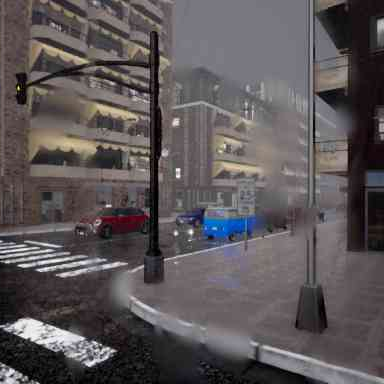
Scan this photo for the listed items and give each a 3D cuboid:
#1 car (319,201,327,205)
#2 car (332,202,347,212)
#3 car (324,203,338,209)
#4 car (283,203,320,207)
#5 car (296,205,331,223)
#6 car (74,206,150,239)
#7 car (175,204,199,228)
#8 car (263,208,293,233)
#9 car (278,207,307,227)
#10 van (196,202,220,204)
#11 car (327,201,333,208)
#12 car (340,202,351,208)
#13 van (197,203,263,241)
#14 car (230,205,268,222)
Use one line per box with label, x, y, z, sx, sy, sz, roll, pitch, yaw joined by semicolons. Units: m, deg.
car;24.175;2.889;64.287;1.802;1.307;4.206;-1;-2;35
car;25.948;2.723;56.769;1.837;1.490;4.892;0;-1;36
car;30.597;3.064;73.315;1.887;1.381;4.507;-1;-2;35
car;12.649;2.268;38.068;2.128;1.511;4.902;0;-1;35
car;11.743;2.233;32.409;2.008;1.369;4.403;-1;-2;35
car;-4.530;1.639;19.396;2.097;1.767;4.553;0;-1;35
car;0.610;1.985;26.659;1.812;1.442;4.674;0;-1;36
car;5.322;2.035;23.380;1.947;1.339;4.313;-1;-2;35
car;8.532;2.158;27.893;1.802;1.307;4.206;-1;-2;35
van;1.699;1.903;32.695;1.690;1.788;3.998;-1;-2;35
car;27.385;2.728;68.807;2.192;1.841;5.009;-1;-2;35
car;40.132;3.375;86.722;1.752;1.417;4.829;-1;-2;35
van;2.248;1.704;18.773;1.690;1.788;3.998;-1;-2;35
car;5.933;2.140;34.136;1.837;1.490;4.892;0;-1;35
